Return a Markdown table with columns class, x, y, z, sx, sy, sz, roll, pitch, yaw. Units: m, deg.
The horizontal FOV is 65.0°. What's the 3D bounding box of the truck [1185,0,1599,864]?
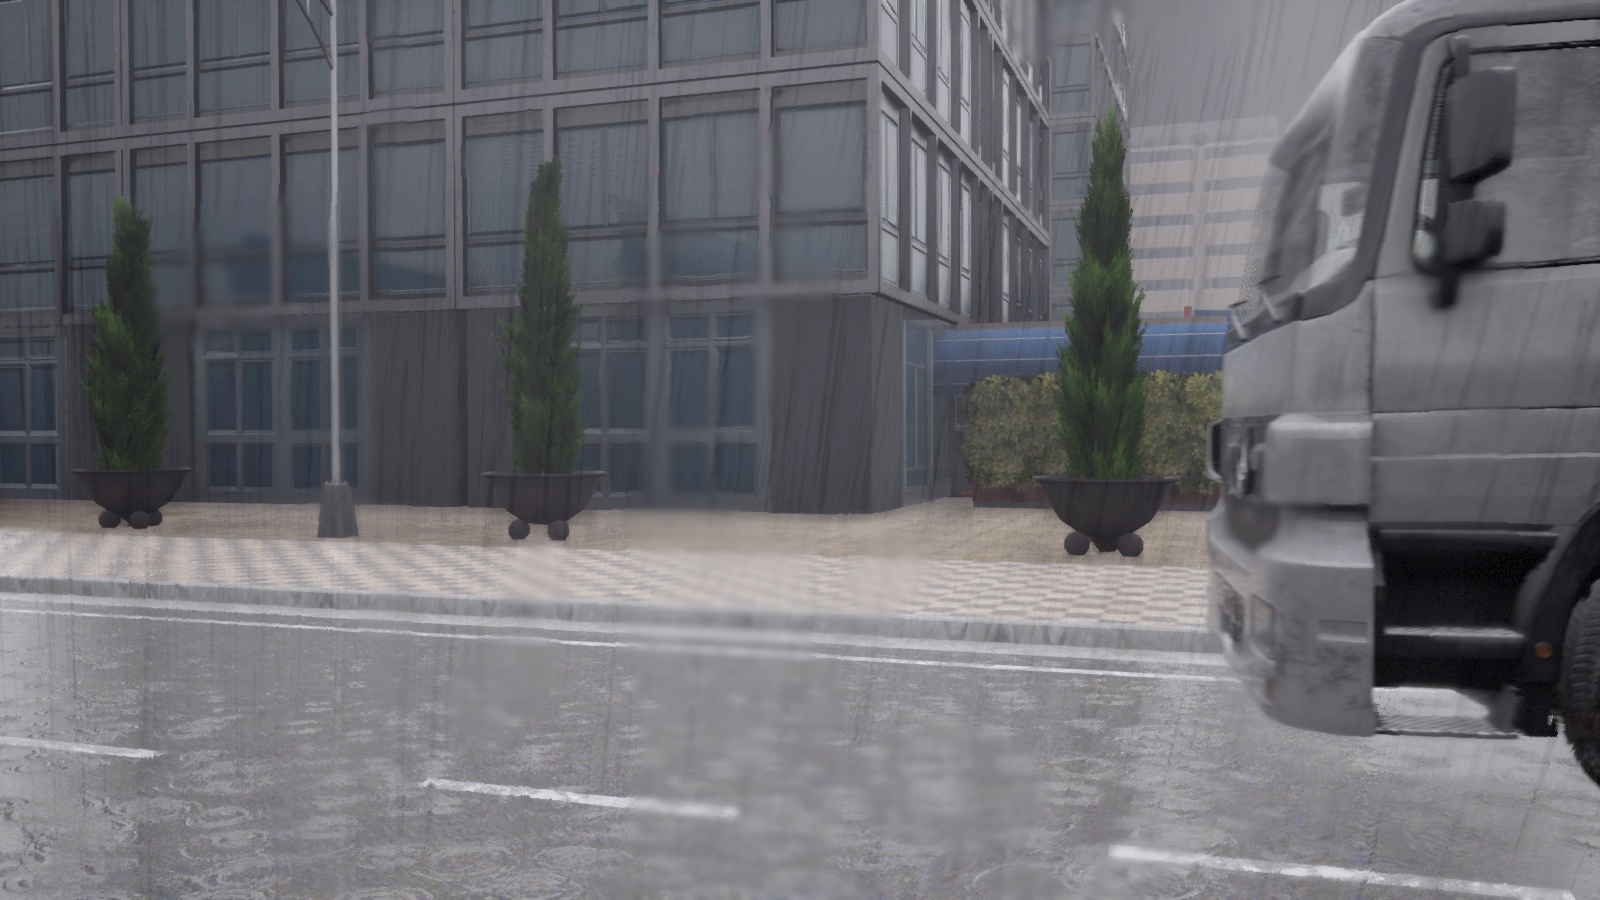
| class | x | y | z | sx | sy | sz | roll | pitch | yaw |
| --- | --- | --- | --- | --- | --- | --- | --- | --- | --- |
| truck | 5.941 | -0.220 | 5.416 | 7.936 | 3.462 | 2.891 | 0 | 1 | 12 |
